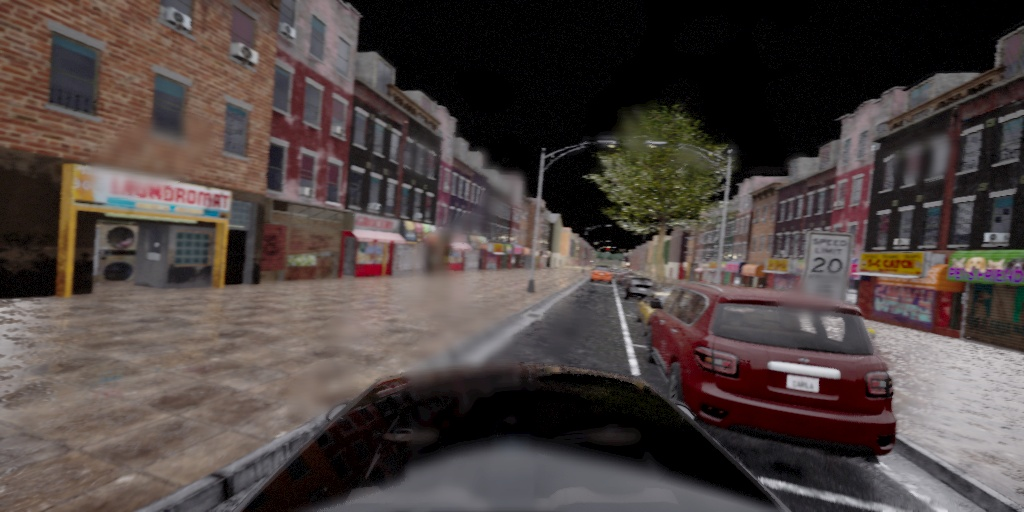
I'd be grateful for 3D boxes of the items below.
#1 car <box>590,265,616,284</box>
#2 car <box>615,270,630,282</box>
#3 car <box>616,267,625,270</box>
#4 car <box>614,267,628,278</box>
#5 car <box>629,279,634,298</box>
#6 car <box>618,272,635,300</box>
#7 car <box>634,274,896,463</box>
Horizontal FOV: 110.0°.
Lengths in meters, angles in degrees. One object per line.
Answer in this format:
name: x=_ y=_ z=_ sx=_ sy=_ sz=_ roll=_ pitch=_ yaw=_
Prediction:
car: x=9.322 y=1.814 z=37.288 sx=2.097 sy=1.767 sz=4.553 roll=5 pitch=1 yaw=13
car: x=9.129 y=2.037 z=27.192 sx=2.007 sy=1.370 sz=4.403 roll=0 pitch=0 yaw=15
car: x=12.013 y=2.257 z=37.899 sx=1.888 sy=1.381 sz=4.507 roll=0 pitch=0 yaw=15
car: x=17.675 y=2.675 z=58.235 sx=1.837 sy=1.490 sz=4.892 roll=5 pitch=0 yaw=15
car: x=4.846 y=1.681 z=11.295 sx=1.751 sy=1.417 sz=4.829 roll=0 pitch=0 yaw=15
car: x=7.686 y=1.942 z=21.838 sx=1.948 sy=1.339 sz=4.313 roll=0 pitch=0 yaw=15
car: x=3.359 y=1.360 z=5.777 sx=2.192 sy=1.841 sz=5.009 roll=0 pitch=0 yaw=15
